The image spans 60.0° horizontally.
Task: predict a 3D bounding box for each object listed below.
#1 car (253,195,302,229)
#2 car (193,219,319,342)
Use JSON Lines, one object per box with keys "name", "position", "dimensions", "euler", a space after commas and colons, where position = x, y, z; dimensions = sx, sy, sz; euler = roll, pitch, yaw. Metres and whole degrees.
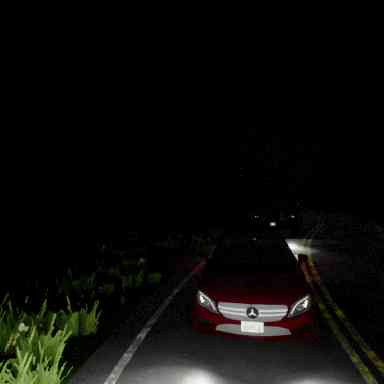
{"name": "car", "position": [4.983, 1.215, 18.885], "dimensions": [2.150, 2.045, 5.566], "euler": [-2, -1, 22]}
{"name": "car", "position": [1.224, 1.534, 6.709], "dimensions": [1.812, 1.442, 4.674], "euler": [-1, 0, 11]}
